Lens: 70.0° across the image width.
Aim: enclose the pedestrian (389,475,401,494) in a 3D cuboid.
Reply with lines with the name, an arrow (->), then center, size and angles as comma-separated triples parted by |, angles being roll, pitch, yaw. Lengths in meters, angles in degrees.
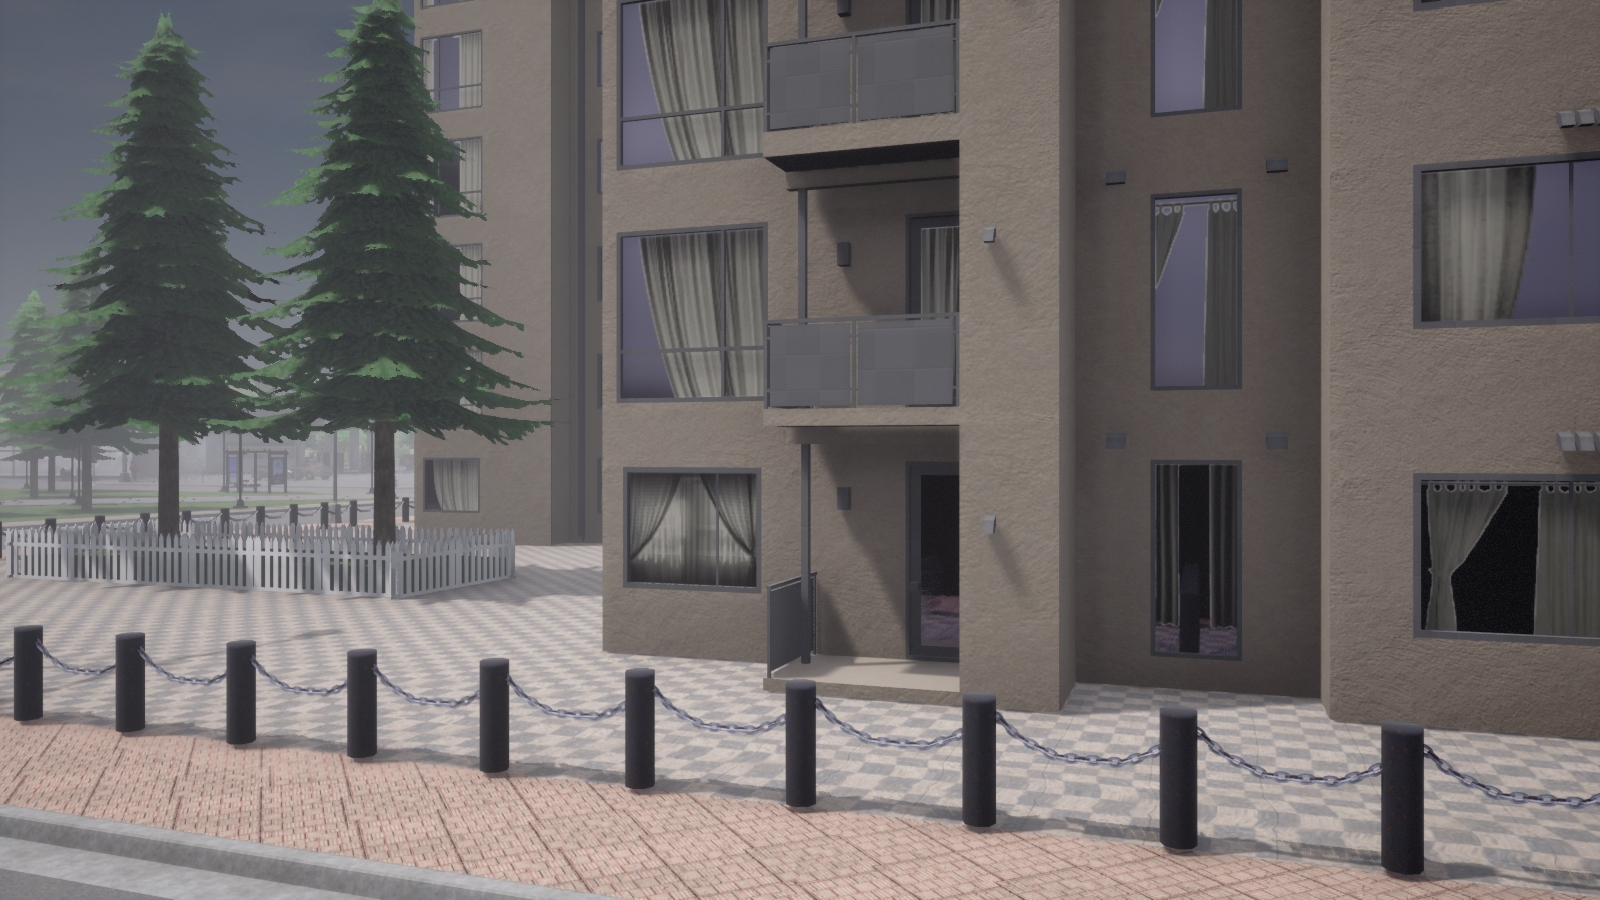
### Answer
pedestrian -> -24.322, 2.057, 68.576 | 0.500, 1.100, 0.500 | 0, 0, 22
